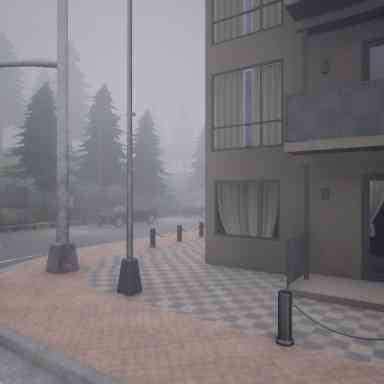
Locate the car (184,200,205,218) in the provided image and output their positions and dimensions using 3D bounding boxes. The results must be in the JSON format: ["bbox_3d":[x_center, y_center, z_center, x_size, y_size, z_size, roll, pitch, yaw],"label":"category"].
[{"bbox_3d":[1.188,1.493,31.278,1.882,1.535,5.008,0,0,35],"label":"car"}]

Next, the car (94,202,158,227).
[{"bbox_3d":[-4.477,1.493,23.122,1.882,1.535,5.008,0,0,35],"label":"car"}]
